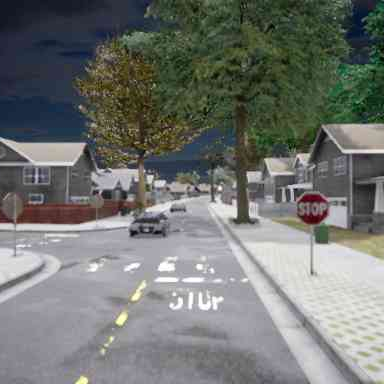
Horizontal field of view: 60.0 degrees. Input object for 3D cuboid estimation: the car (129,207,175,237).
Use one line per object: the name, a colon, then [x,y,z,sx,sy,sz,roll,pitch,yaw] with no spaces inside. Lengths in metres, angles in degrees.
car: [-2.334,1.811,19.285,1.994,1.385,4.181,0,0,1]

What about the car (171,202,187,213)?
car: [-1.734,2.007,43.734,1.994,1.385,4.181,0,0,1]
